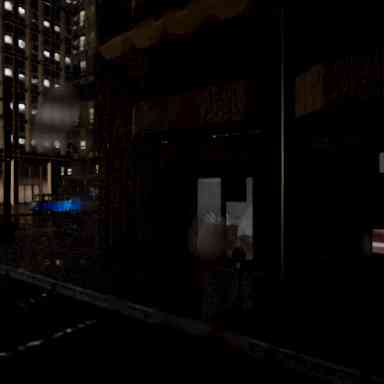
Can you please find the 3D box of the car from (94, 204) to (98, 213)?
[{"bbox_3d":[-6.264,1.162,29.371,1.882,1.535,5.008,0,0,36],"label":"car"}]

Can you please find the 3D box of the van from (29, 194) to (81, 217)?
[{"bbox_3d":[-11.081,1.021,27.096,1.690,1.788,3.998,0,0,36],"label":"van"}]
